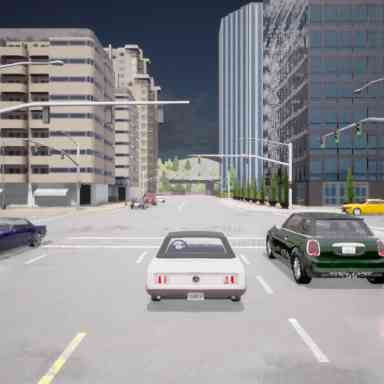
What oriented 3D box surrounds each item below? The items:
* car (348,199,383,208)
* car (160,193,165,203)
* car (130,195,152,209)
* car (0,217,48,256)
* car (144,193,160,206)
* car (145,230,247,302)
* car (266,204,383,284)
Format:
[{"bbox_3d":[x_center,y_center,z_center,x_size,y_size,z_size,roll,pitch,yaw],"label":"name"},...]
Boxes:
[{"bbox_3d":[16.870,1.422,31.605,5.008,1.535,1.882,0,0,1],"label":"car"},{"bbox_3d":[-6.885,1.222,69.031,2.150,2.045,5.566,0,0,0],"label":"car"},{"bbox_3d":[-7.023,1.491,44.682,2.128,1.511,4.902,0,0,0],"label":"car"},{"bbox_3d":[-7.083,1.601,11.930,1.895,1.301,4.718,0,0,0],"label":"car"},{"bbox_3d":[-7.000,1.216,54.247,2.150,2.045,5.566,0,1,0],"label":"car"},{"bbox_3d":[0.089,1.601,8.243,1.895,1.301,4.718,0,0,0],"label":"car"},{"bbox_3d":[3.598,1.352,9.731,2.097,1.767,4.553,0,0,0],"label":"car"}]
